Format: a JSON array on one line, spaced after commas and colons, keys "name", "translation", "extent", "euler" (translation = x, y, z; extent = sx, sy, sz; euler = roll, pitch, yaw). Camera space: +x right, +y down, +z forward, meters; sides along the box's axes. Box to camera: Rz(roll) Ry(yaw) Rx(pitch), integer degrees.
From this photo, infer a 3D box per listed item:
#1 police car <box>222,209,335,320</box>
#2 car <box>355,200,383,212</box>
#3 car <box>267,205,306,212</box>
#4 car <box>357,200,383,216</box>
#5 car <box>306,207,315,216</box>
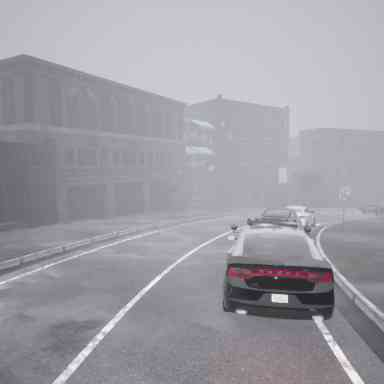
[{"name": "police car", "translation": [1.817, 1.432, 7.636], "extent": [1.930, 1.638, 5.238], "euler": [1, 0, 10]}, {"name": "car", "translation": [24.392, 1.904, 44.773], "extent": [4.892, 1.490, 1.837], "euler": [2, 3, -28]}, {"name": "car", "translation": [4.438, 1.543, 16.613], "extent": [1.837, 1.490, 4.892], "euler": [2, 0, 22]}, {"name": "car", "translation": [22.141, 1.991, 39.578], "extent": [4.902, 1.511, 2.128], "euler": [2, 3, -33]}, {"name": "car", "translation": [6.861, 1.607, 21.756], "extent": [1.812, 1.442, 4.674], "euler": [2, 1, 29]}]
